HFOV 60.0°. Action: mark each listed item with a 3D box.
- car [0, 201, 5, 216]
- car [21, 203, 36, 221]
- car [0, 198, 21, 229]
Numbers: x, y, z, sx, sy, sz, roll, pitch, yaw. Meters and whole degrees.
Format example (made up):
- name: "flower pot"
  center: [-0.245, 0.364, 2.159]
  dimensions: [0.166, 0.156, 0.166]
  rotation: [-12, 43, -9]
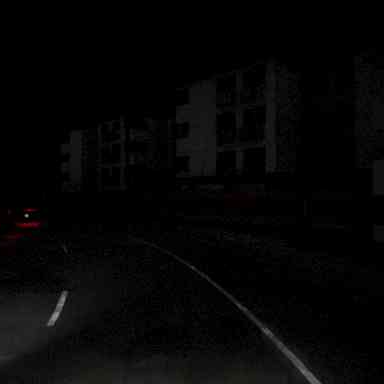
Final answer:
- name: "car"
  center: [-22.384, 1.752, 36.330]
  dimensions: [2.128, 1.511, 4.902]
  rotation: [0, -1, -45]
- name: "car"
  center: [-15.109, 1.704, 28.807]
  dimensions: [1.837, 1.490, 4.892]
  rotation: [0, -1, -43]
- name: "car"
  center: [-13.496, 1.382, 22.030]
  dimensions: [2.150, 2.045, 5.566]
  rotation: [0, 0, -42]
